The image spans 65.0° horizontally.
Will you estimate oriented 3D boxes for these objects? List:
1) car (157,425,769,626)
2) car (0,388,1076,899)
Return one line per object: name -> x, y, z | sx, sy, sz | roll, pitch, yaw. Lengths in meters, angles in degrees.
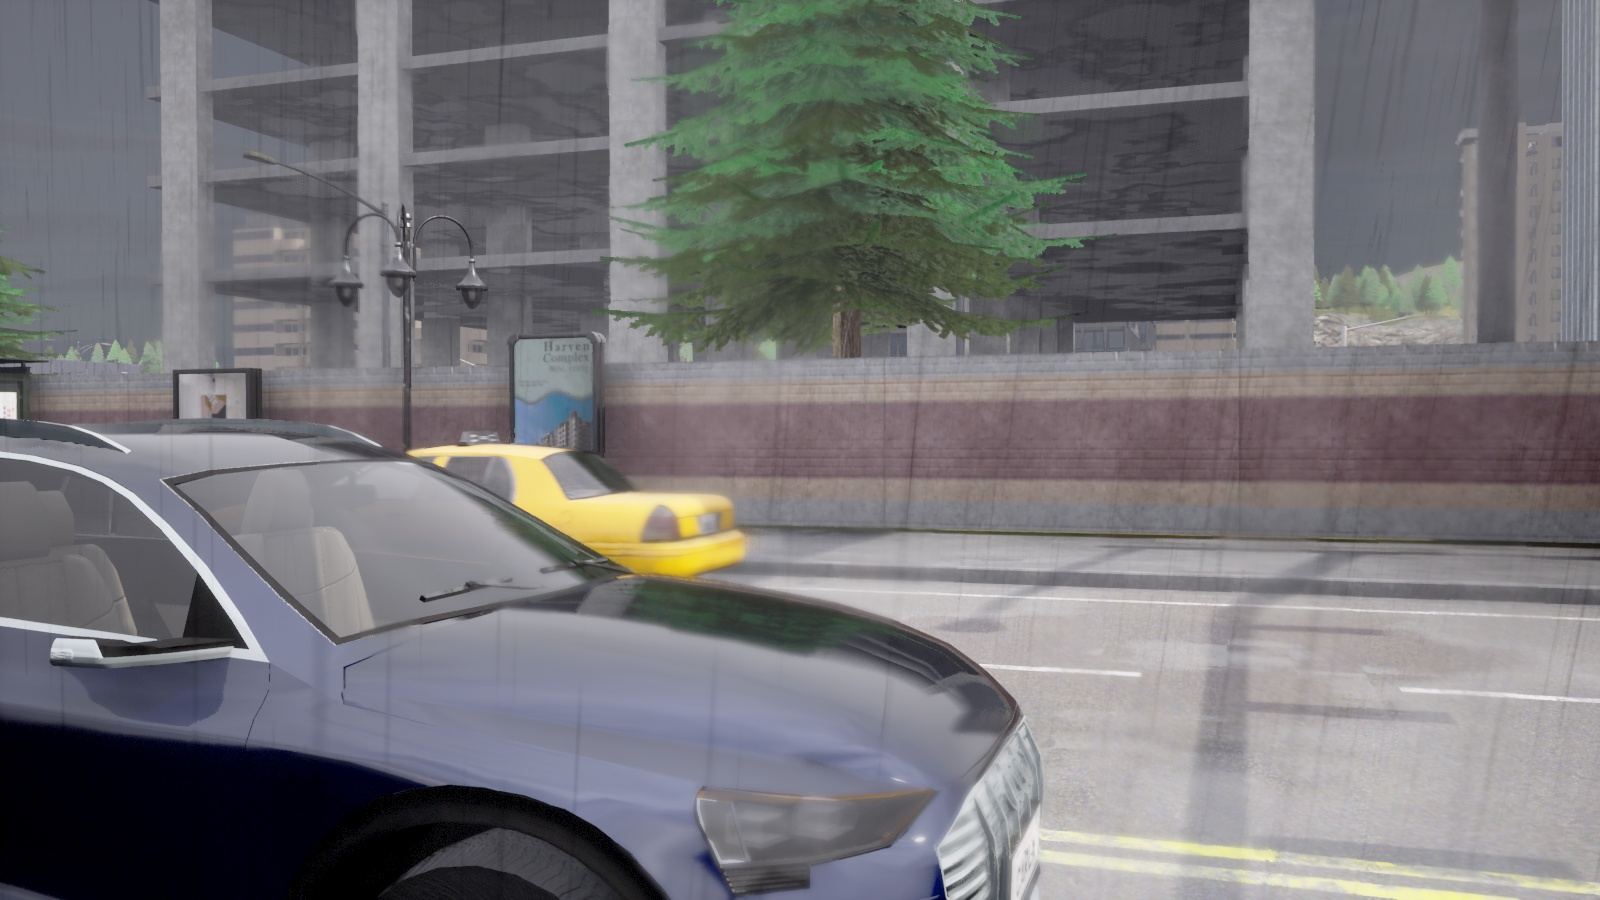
car -> -3.120, 0.568, 11.623 | 5.366, 1.575, 1.801 | 1, 1, 19
car -> -1.758, 0.689, 3.783 | 4.856, 1.649, 2.033 | 1, 1, 19
